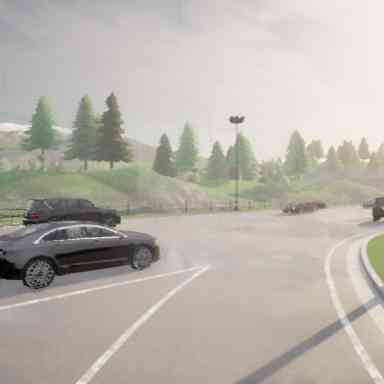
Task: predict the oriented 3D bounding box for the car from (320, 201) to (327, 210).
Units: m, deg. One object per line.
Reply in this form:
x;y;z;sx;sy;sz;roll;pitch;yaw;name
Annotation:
17.325;1.812;47.160;5.008;1.535;1.882;0;0;-43;car

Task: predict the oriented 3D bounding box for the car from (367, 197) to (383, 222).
17.049;1.426;27.897;5.566;2.045;2.150;0;-1;-43;car

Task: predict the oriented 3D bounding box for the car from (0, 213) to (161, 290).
-3.127;1.553;9.364;4.902;1.511;2.128;0;0;-43;car

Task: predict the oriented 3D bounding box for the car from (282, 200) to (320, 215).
12.230;1.867;37.728;4.718;1.301;1.895;0;-1;-43;car

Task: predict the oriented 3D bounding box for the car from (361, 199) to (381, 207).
33.294;1.974;61.840;4.674;1.442;1.812;0;-1;-43;car

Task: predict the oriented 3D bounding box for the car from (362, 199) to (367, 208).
29.332;1.936;53.440;5.357;1.411;2.033;0;0;-43;car

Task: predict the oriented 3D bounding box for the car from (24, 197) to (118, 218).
-7.071;1.349;20.000;5.566;2.045;2.150;1;-1;-43;car
